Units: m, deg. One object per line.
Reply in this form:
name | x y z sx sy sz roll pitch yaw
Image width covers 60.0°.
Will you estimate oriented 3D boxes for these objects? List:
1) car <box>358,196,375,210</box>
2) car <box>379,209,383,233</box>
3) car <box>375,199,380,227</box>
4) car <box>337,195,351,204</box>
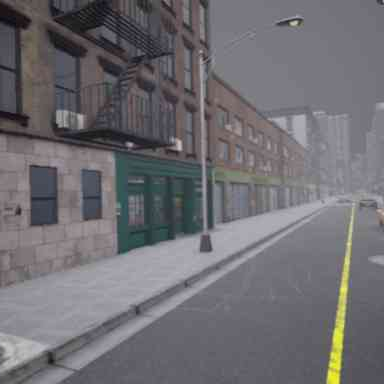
car | 20.542 1.238 38.952 2.128 1.511 4.902 -2 0 26
car | 8.370 1.208 12.209 2.097 1.767 4.553 -2 0 26
car | 11.114 1.280 17.792 1.801 1.575 5.366 -2 -1 26
car | 26.668 1.280 58.335 1.812 1.442 4.674 -2 -1 26
